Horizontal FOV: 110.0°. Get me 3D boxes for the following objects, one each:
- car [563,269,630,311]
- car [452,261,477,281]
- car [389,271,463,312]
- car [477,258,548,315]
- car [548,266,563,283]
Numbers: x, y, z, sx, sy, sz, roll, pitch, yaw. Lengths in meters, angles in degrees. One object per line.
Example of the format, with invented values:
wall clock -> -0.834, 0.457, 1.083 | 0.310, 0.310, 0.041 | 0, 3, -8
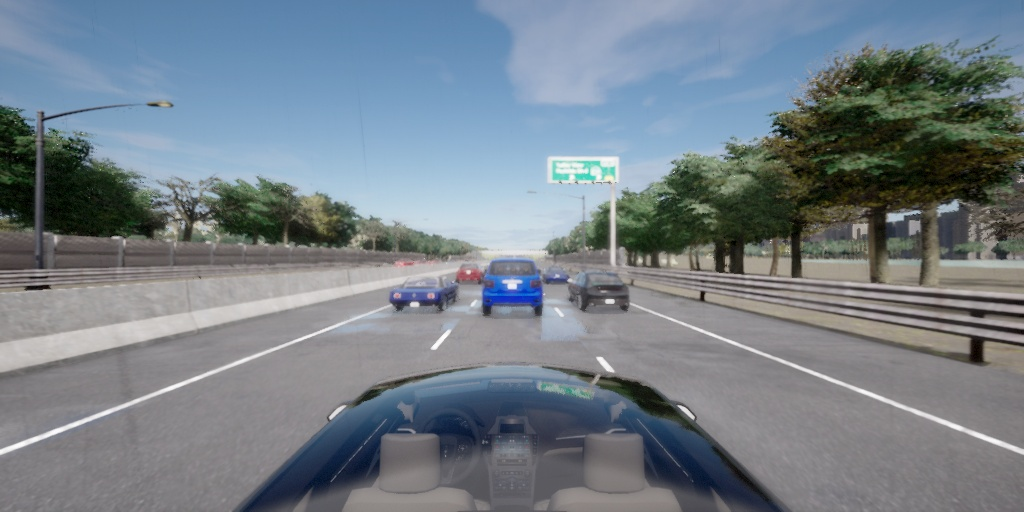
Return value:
car -> 3.546, 1.383, 15.286 | 1.837, 1.490, 4.892 | 0, 0, 1
car -> -3.384, 1.343, 30.208 | 2.097, 1.767, 4.553 | 0, -1, 1
car -> -3.457, 1.476, 15.063 | 1.895, 1.301, 4.718 | 0, 0, 1
car -> 0.034, 1.093, 14.385 | 2.150, 2.045, 5.566 | 0, 0, 0
car -> 3.617, 1.556, 30.166 | 1.994, 1.385, 4.181 | 0, 0, 1
